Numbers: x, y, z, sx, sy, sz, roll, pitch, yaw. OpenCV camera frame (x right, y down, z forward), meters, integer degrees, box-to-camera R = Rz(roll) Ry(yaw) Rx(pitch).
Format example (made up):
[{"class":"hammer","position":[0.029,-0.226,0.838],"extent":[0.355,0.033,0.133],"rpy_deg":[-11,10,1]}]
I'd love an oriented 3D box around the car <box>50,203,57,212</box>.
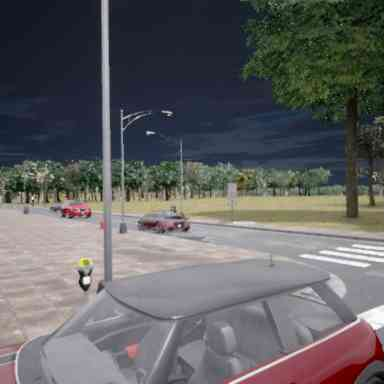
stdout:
[{"class":"car","position":[-22.492,2.604,55.806],"extent":[1.837,1.490,4.892],"rpy_deg":[-1,-1,-36]}]

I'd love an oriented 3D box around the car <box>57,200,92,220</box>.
[{"class":"car","position":[-13.211,1.958,37.741],"extent":[2.150,2.045,5.566],"rpy_deg":[-1,0,-35]}]

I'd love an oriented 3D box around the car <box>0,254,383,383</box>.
[{"class":"car","position":[-0.244,1.439,2.650],"extent":[4.097,1.590,1.967],"rpy_deg":[0,-1,-36]}]

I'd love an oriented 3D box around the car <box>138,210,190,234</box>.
[{"class":"car","position":[-1.917,1.916,21.897],"extent":[1.994,1.385,4.181],"rpy_deg":[-1,-1,-36]}]
